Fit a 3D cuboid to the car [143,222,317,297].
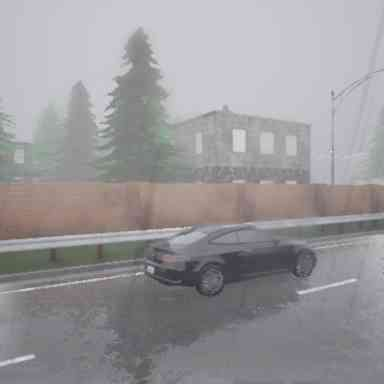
[{"bbox_3d":[1.067,1.486,8.406,4.674,1.442,1.812,-1,0,-31],"label":"car"}]
